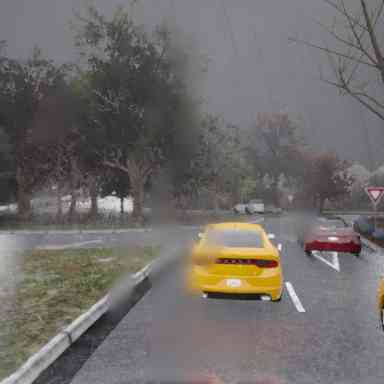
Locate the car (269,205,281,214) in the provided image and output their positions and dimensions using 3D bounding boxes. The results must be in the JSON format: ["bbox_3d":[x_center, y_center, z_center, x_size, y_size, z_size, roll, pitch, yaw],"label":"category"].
[{"bbox_3d":[10.331,2.459,46.780,1.895,1.301,4.718,1,-2,-23],"label":"car"}]

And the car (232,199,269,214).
[{"bbox_3d":[7.568,2.038,45.217,2.150,2.045,5.566,1,-2,-22],"label":"car"}]

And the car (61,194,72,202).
[{"bbox_3d":[-32.853,1.883,85.267,1.946,1.575,5.366,0,2,-12],"label":"car"}]

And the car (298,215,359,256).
[{"bbox_3d":[5.507,1.654,13.715,1.994,1.385,4.181,0,-1,14],"label":"car"}]

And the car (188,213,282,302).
[{"bbox_3d":[1.116,1.517,8.497,1.882,1.535,5.008,0,-1,8],"label":"car"}]

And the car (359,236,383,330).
[{"bbox_3d":[3.705,1.481,3.149,1.882,1.535,5.008,0,0,3],"label":"car"}]
